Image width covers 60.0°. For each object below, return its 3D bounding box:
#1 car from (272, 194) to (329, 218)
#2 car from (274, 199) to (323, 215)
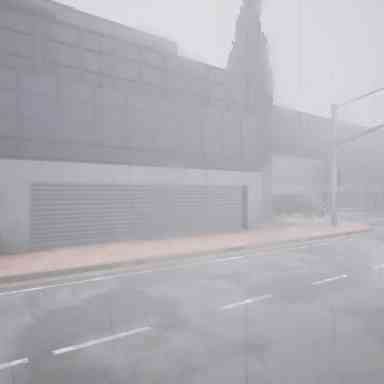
[{"bbox_3d":[9.615,1.222,30.422,2.150,2.045,5.566,0,0,-37],"label":"car"},{"bbox_3d":[10.960,1.526,34.480,1.812,1.442,4.674,0,0,-37],"label":"car"}]
